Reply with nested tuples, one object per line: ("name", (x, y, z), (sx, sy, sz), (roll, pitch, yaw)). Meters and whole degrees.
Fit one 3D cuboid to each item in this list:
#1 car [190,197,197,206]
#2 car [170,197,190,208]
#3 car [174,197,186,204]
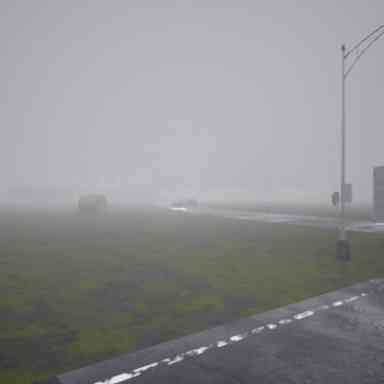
("car", (-0.426, 1.616, 55.826), (1.837, 1.490, 4.892), (0, -1, -12))
("car", (-2.142, 1.692, 51.033), (1.994, 1.385, 4.181), (-1, 0, -15))
("car", (-2.535, 1.688, 67.197), (2.033, 1.411, 5.357), (0, 0, -6))
